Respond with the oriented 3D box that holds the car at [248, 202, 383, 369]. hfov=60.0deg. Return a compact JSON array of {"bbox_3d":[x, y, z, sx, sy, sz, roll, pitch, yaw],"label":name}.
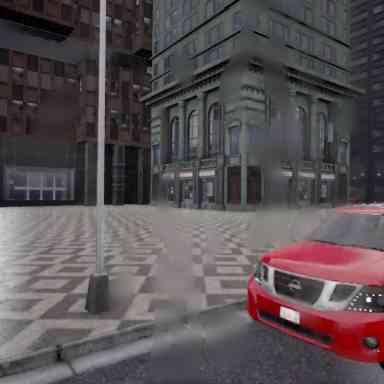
[{"bbox_3d":[3.507,1.227,5.873,5.566,2.045,2.150,0,0,-35],"label":"car"}]
